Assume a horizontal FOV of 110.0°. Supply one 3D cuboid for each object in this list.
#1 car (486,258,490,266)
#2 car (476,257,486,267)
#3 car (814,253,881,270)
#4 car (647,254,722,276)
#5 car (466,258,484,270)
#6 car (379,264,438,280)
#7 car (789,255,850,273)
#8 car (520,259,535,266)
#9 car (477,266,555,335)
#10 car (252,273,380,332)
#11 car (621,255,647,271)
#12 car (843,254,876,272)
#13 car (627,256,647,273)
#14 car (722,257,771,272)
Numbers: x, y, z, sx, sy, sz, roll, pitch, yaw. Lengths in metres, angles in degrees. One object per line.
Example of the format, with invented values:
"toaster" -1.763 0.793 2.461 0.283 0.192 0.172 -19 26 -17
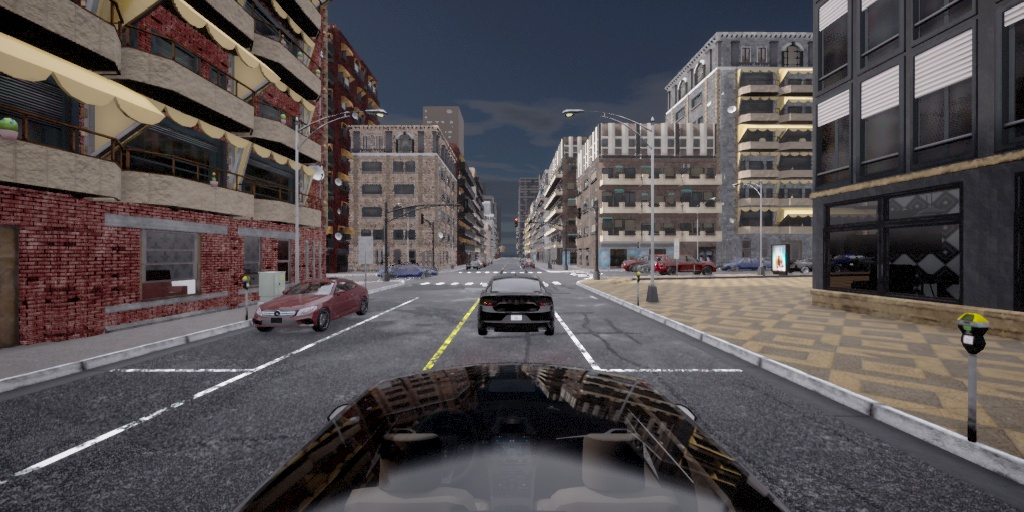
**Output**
"car" -5.670 1.086 64.213 2.192 1.841 5.009 0 0 0
"car" -5.672 1.293 58.361 1.751 1.417 4.829 0 0 0
"car" 34.287 0.563 36.740 5.008 1.535 1.882 -1 0 0
"car" 14.719 0.778 30.798 5.009 1.841 2.192 0 0 0
"car" -5.674 1.330 52.848 1.948 1.339 4.313 0 0 0
"car" -9.730 1.456 33.699 5.357 1.411 2.033 -1 0 -10
"car" 25.812 0.822 30.891 4.313 1.339 1.948 0 0 0
"car" 2.708 1.208 58.530 1.967 1.591 4.097 0 0 0
"car" 0.101 1.228 10.482 1.882 1.535 5.008 0 0 0
"car" -5.739 1.332 10.825 1.802 1.307 4.207 0 0 0
"car" 14.587 0.764 39.177 5.009 1.841 2.192 0 0 0
"car" 31.360 0.718 30.937 4.313 1.339 1.948 0 0 0
"car" 14.457 1.021 36.585 4.181 1.385 1.994 -1 0 -1
"car" 23.852 0.829 36.664 5.357 1.411 2.033 -1 0 -1
